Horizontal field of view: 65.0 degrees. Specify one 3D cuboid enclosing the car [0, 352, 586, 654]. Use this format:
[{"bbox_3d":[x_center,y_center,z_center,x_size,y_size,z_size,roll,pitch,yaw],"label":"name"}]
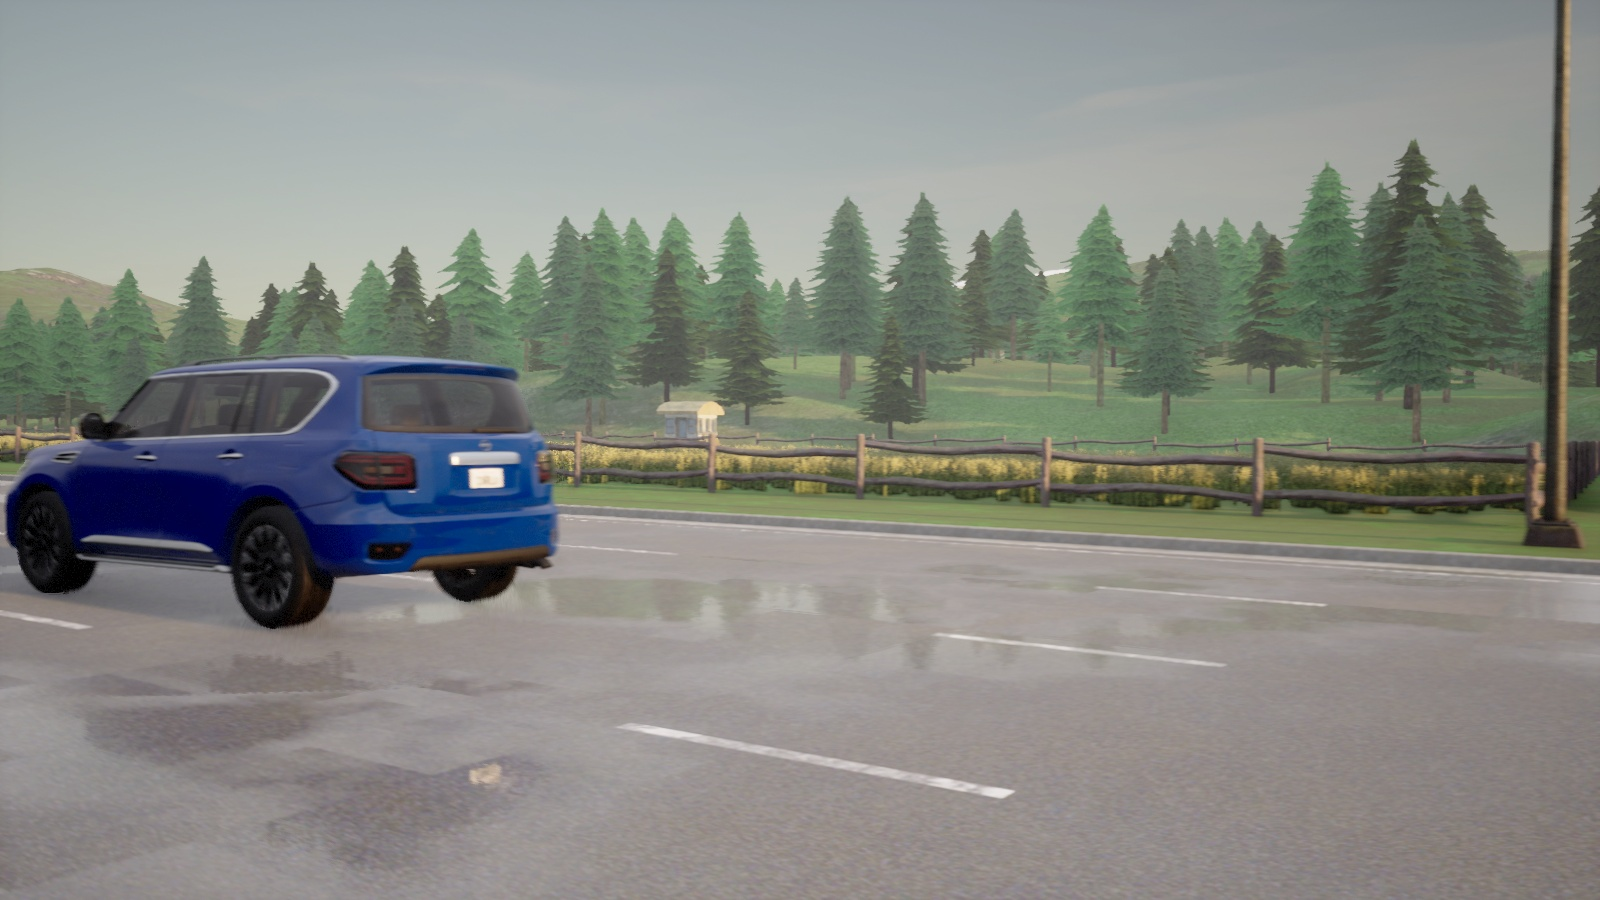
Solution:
[{"bbox_3d":[-4.678,0.343,10.928,5.566,2.045,2.150,0,1,34],"label":"car"}]
